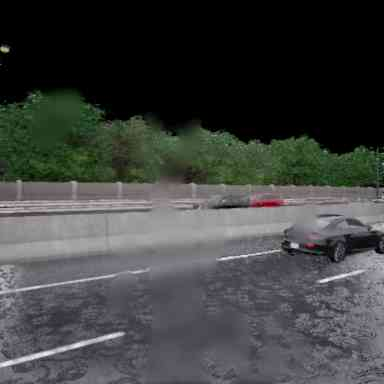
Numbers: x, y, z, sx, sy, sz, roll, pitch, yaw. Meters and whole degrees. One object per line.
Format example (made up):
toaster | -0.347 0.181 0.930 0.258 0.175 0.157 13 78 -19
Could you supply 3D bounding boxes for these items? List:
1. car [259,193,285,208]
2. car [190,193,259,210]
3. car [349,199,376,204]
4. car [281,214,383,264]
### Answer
car | 7.354 1.163 34.891 5.566 2.045 2.150 0 0 -35
car | 2.521 1.169 27.215 5.566 2.045 2.150 0 0 -35
car | 20.454 1.519 39.827 4.181 1.385 1.994 0 0 -35
car | 5.106 1.513 11.781 4.674 1.442 1.812 0 0 -35
